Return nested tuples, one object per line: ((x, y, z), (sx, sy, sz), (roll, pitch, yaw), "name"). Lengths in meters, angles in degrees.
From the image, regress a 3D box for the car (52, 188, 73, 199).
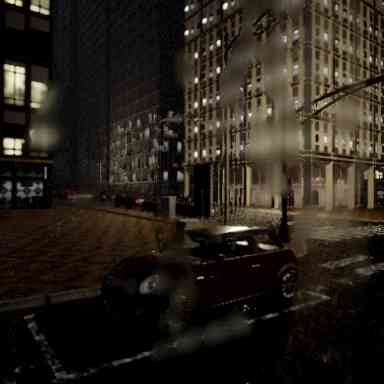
((-22.637, 0.515, 57.311), (1.887, 1.381, 4.507), (2, 0, -36), "car")

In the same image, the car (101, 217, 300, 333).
((0.282, 1.466, 6.762), (4.097, 1.590, 1.967), (0, 0, -36), "car")

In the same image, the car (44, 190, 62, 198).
((-25.884, 0.414, 61.842), (2.008, 1.369, 4.403), (2, 0, -36), "car")

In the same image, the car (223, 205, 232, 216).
((1.046, 1.243, 28.685), (2.033, 1.411, 5.357), (0, 1, -36), "car")

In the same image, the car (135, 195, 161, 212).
((-3.157, 1.196, 30.126), (1.802, 1.307, 4.206), (2, 0, -36), "car")

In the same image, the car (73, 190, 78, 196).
((-28.860, 0.125, 80.383), (1.887, 1.381, 4.507), (2, 0, -36), "car")

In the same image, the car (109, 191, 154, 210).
((-6.395, 0.822, 34.657), (2.192, 1.841, 5.009), (2, 0, -36), "car")

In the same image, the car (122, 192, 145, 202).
((-9.373, 0.789, 53.188), (1.947, 1.339, 4.313), (2, 0, -36), "car")

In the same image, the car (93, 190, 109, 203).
((-12.480, 0.599, 47.639), (2.097, 1.767, 4.553), (0, 1, -35), "car")

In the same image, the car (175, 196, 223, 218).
((0.094, 1.162, 25.595), (1.967, 1.590, 4.097), (2, 0, -36), "car")

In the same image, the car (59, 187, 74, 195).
((-32.101, -0.211, 84.915), (2.192, 1.841, 5.009), (2, 0, -36), "car")

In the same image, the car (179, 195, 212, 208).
((0.371, 1.127, 39.589), (1.802, 1.307, 4.206), (2, 0, -36), "car")
